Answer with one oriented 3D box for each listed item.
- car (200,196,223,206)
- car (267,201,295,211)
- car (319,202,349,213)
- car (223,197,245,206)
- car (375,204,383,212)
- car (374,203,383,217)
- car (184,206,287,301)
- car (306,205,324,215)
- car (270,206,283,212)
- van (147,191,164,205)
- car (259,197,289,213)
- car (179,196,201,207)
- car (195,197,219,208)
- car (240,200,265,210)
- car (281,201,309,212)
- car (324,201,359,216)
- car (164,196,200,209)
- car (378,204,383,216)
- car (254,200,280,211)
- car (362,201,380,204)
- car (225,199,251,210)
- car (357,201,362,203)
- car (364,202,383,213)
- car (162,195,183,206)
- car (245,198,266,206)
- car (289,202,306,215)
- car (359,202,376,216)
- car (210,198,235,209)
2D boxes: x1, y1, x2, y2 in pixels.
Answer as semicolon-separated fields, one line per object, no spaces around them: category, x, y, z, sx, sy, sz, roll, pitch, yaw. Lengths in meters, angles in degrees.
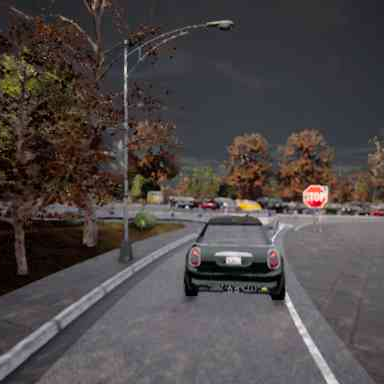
car;1.321;1.411;39.291;2.163;1.488;4.792;4;-1;-19
car;15.382;2.412;57.866;2.097;1.535;5.008;3;-1;-19
car;25.990;2.832;61.291;1.946;1.575;5.366;2;0;-19
car;3.961;1.440;40.193;2.185;1.767;4.553;4;-1;-19
car;39.128;3.172;65.957;2.097;1.535;5.008;1;0;-19
car;25.032;2.734;47.373;2.163;1.488;4.792;2;0;-19
car;1.116;1.401;8.704;2.097;1.767;4.553;0;-1;8
car;14.499;2.246;43.722;2.163;1.488;4.792;3;-1;-19
car;4.649;1.821;22.131;1.895;1.301;4.718;0;-1;21
van;-5.537;0.911;50.606;1.878;1.987;4.442;4;0;-19
car;9.233;1.659;41.987;2.435;2.045;5.566;4;-1;-19
car;-0.441;1.535;52.482;2.002;1.452;4.674;4;-1;-19
car;2.303;1.710;53.444;2.163;1.488;4.792;4;-1;-19
car;10.112;2.179;56.045;2.163;1.488;4.792;3;-1;-19
car;18.142;2.537;58.806;2.231;1.521;4.892;3;-1;-19
car;19.785;2.353;45.520;2.185;1.767;4.553;3;-1;-19
car;-1.290;1.227;38.340;2.163;1.488;4.792;4;-1;-19
car;30.303;2.772;49.171;2.185;1.767;4.553;2;0;-19
car;12.744;2.285;56.967;2.097;1.535;5.008;3;-1;-19
car;27.673;2.681;48.274;2.185;1.767;4.553;2;0;-19
car;7.534;2.004;55.393;1.946;1.575;5.366;4;-1;-19
car;28.567;2.918;62.371;2.097;1.535;5.008;2;0;-19
car;36.483;2.995;65.094;2.185;1.767;4.553;1;0;-19
car;-3.071;1.351;51.585;2.002;1.452;4.674;4;-1;-19
car;6.590;1.742;41.051;2.097;1.535;5.008;4;-1;-19
car;11.867;2.070;42.848;2.231;1.521;4.892;3;-1;-19
car;22.414;2.625;46.419;2.163;1.488;4.792;2;-1;-19
car;4.892;1.845;54.492;1.946;1.575;5.366;4;-1;-19
